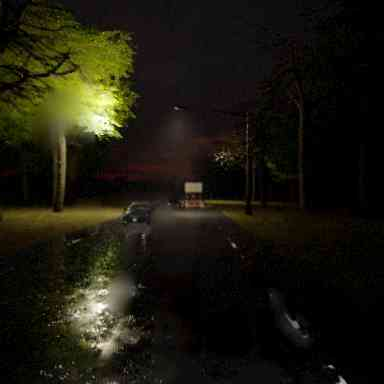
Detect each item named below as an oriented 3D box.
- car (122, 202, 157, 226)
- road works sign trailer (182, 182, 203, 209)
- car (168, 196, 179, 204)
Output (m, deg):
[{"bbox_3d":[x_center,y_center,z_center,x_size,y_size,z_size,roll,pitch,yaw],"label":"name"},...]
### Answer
[{"bbox_3d":[-3.602,1.475,23.366,2.128,1.511,4.902,0,0,0],"label":"car"},{"bbox_3d":[0.187,0.452,44.219,2.380,3.560,2.880,0,0,-8],"label":"road works sign trailer"},{"bbox_3d":[-3.527,1.488,65.110,1.882,1.535,5.008,0,0,0],"label":"car"}]
